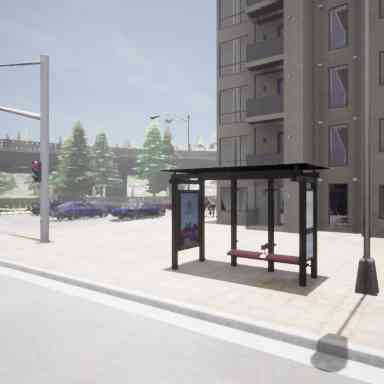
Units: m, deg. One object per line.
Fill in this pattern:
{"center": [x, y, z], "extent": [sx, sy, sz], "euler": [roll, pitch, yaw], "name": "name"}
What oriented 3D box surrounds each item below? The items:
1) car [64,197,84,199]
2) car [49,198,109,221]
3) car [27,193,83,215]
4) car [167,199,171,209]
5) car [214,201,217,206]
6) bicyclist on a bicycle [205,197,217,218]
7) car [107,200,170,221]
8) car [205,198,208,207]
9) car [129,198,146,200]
{"center": [-9.276, 1.492, 32.367], "extent": [2.033, 1.411, 5.357], "euler": [0, 0, 37], "name": "car"}
{"center": [-8.914, 1.470, 26.661], "extent": [1.812, 1.442, 4.674], "euler": [0, 0, 36], "name": "car"}
{"center": [-13.208, 1.166, 32.917], "extent": [2.150, 2.045, 5.566], "euler": [0, 0, 37], "name": "car"}
{"center": [-2.825, 1.545, 40.301], "extent": [1.895, 1.301, 4.718], "euler": [0, 0, 43], "name": "car"}
{"center": [5.404, 1.449, 46.757], "extent": [4.892, 1.490, 1.837], "euler": [0, 0, -29], "name": "car"}
{"center": [1.336, 1.245, 26.619], "extent": [1.656, 1.620, 0.582], "euler": [0, 0, 36], "name": "bicyclist on a bicycle"}
{"center": [-4.249, 1.545, 27.096], "extent": [1.895, 1.301, 4.718], "euler": [0, 0, 36], "name": "car"}
{"center": [0.151, 1.297, 47.392], "extent": [4.553, 1.767, 2.097], "euler": [0, 0, -34], "name": "car"}
{"center": [-6.888, 1.492, 40.984], "extent": [2.033, 1.411, 5.357], "euler": [0, 0, 40], "name": "car"}
